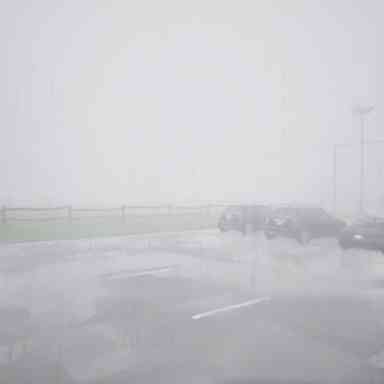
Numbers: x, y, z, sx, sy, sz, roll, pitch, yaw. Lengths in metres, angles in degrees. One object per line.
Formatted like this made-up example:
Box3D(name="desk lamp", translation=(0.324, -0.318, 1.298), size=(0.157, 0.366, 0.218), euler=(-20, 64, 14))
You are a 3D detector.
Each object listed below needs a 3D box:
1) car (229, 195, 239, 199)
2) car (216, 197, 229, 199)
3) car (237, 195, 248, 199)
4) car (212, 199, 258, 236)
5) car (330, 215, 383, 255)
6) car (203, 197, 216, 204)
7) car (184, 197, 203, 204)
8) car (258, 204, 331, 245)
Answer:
Box3D(name="car", translation=(8.238, 2.033, 78.347), size=(1.994, 1.385, 4.181), euler=(1, 0, -36))
Box3D(name="car", translation=(5.413, 1.926, 76.282), size=(1.882, 1.535, 5.008), euler=(1, 0, -36))
Box3D(name="car", translation=(11.083, 1.738, 80.391), size=(2.150, 2.045, 5.566), euler=(1, 0, -36))
Box3D(name="car", translation=(3.737, 1.482, 19.438), size=(4.553, 1.767, 2.097), euler=(1, -1, -35))
Box3D(name="car", translation=(7.970, 1.698, 13.855), size=(4.181, 1.385, 1.994), euler=(1, 0, -36))
Box3D(name="car", translation=(2.588, 1.968, 74.216), size=(1.994, 1.385, 4.181), euler=(1, 0, -36))
Box3D(name="car", translation=(-0.237, 1.907, 72.150), size=(1.812, 1.442, 4.674), euler=(1, 0, -36))
Box3D(name="car", translation=(5.771, 1.482, 16.590), size=(4.553, 1.767, 2.097), euler=(1, -1, -35))
